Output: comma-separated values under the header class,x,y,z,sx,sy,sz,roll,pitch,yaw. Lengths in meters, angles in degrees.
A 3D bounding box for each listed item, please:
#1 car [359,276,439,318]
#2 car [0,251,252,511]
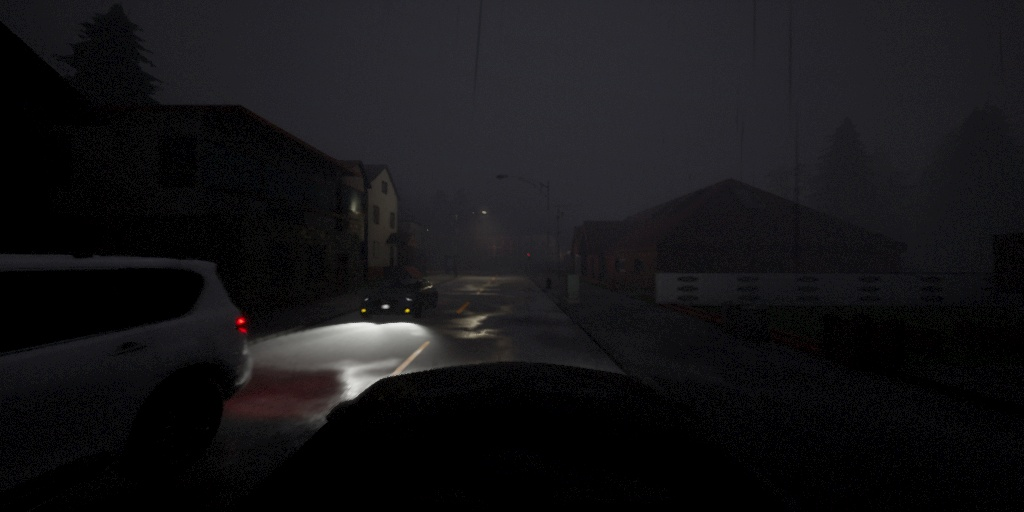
class,x,y,z,sx,sy,sz,roll,pitch,yaw
car,-4.086,1.473,13.575,1.994,1.385,4.181,0,-1,0
car,-4.100,0.974,1.851,2.150,2.045,5.566,0,-1,0
